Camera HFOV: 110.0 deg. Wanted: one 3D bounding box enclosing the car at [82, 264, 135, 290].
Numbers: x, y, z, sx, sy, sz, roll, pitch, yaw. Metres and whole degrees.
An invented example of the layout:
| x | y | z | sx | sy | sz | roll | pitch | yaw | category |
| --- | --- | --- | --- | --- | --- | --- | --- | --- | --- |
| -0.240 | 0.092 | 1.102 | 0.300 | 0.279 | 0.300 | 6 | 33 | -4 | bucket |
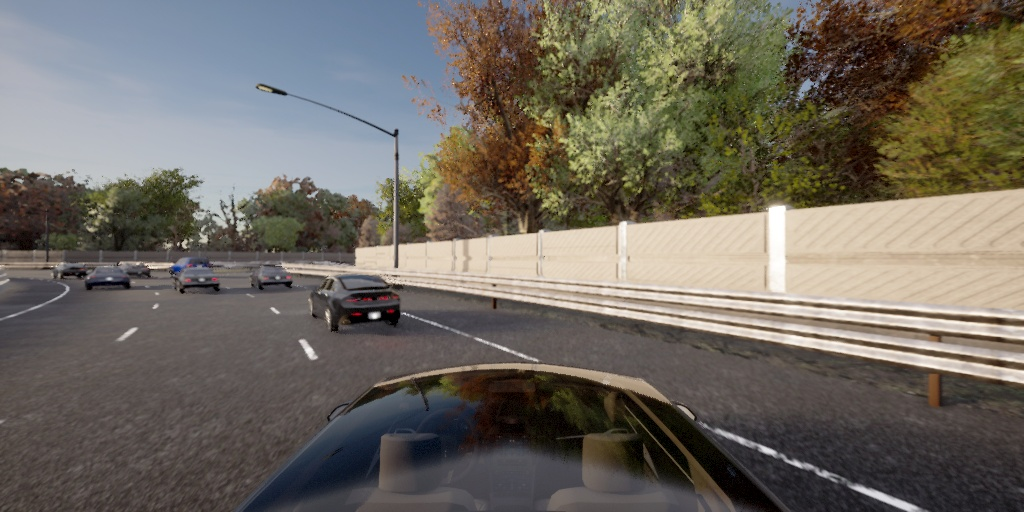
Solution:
| x | y | z | sx | sy | sz | roll | pitch | yaw | category |
| --- | --- | --- | --- | --- | --- | --- | --- | --- | --- |
| -27.439 | 1.452 | 24.330 | 4.181 | 1.385 | 1.994 | 0 | 0 | 39 | car |

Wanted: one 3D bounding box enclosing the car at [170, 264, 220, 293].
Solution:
| x | y | z | sx | sy | sz | roll | pitch | yaw | category |
| --- | --- | --- | --- | --- | --- | --- | --- | --- | --- |
| -19.467 | 1.423 | 22.092 | 5.357 | 1.411 | 2.033 | 0 | -1 | 43 | car |

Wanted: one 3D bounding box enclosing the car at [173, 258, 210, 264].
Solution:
| x | y | z | sx | sy | sz | roll | pitch | yaw | category |
| --- | --- | --- | --- | --- | --- | --- | --- | --- | --- |
| -33.410 | 1.192 | 37.319 | 5.566 | 2.045 | 2.150 | 0 | -1 | 33 | car |

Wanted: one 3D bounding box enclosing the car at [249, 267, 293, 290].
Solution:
| x | y | z | sx | sy | sz | roll | pitch | yaw | category |
| --- | --- | --- | --- | --- | --- | --- | --- | --- | --- |
| -16.375 | 1.439 | 24.304 | 2.033 | 1.411 | 5.357 | 0 | 0 | -43 | car |

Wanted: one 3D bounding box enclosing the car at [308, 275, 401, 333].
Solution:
| x | y | z | sx | sy | sz | roll | pitch | yaw | category |
| --- | --- | --- | --- | --- | --- | --- | --- | --- | --- |
| -5.034 | 1.314 | 11.232 | 1.837 | 1.490 | 4.892 | 0 | -1 | -38 | car |

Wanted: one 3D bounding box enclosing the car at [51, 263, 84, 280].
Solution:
| x | y | z | sx | sy | sz | roll | pitch | yaw | category |
| --- | --- | --- | --- | --- | --- | --- | --- | --- | --- |
| -42.868 | 1.456 | 34.816 | 4.892 | 1.490 | 1.837 | 0 | -1 | 30 | car |

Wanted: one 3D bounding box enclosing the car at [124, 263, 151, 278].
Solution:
| x | y | z | sx | sy | sz | roll | pitch | yaw | category |
| --- | --- | --- | --- | --- | --- | --- | --- | --- | --- |
| -38.385 | 1.453 | 36.234 | 4.902 | 1.511 | 2.128 | 0 | -1 | 31 | car |
